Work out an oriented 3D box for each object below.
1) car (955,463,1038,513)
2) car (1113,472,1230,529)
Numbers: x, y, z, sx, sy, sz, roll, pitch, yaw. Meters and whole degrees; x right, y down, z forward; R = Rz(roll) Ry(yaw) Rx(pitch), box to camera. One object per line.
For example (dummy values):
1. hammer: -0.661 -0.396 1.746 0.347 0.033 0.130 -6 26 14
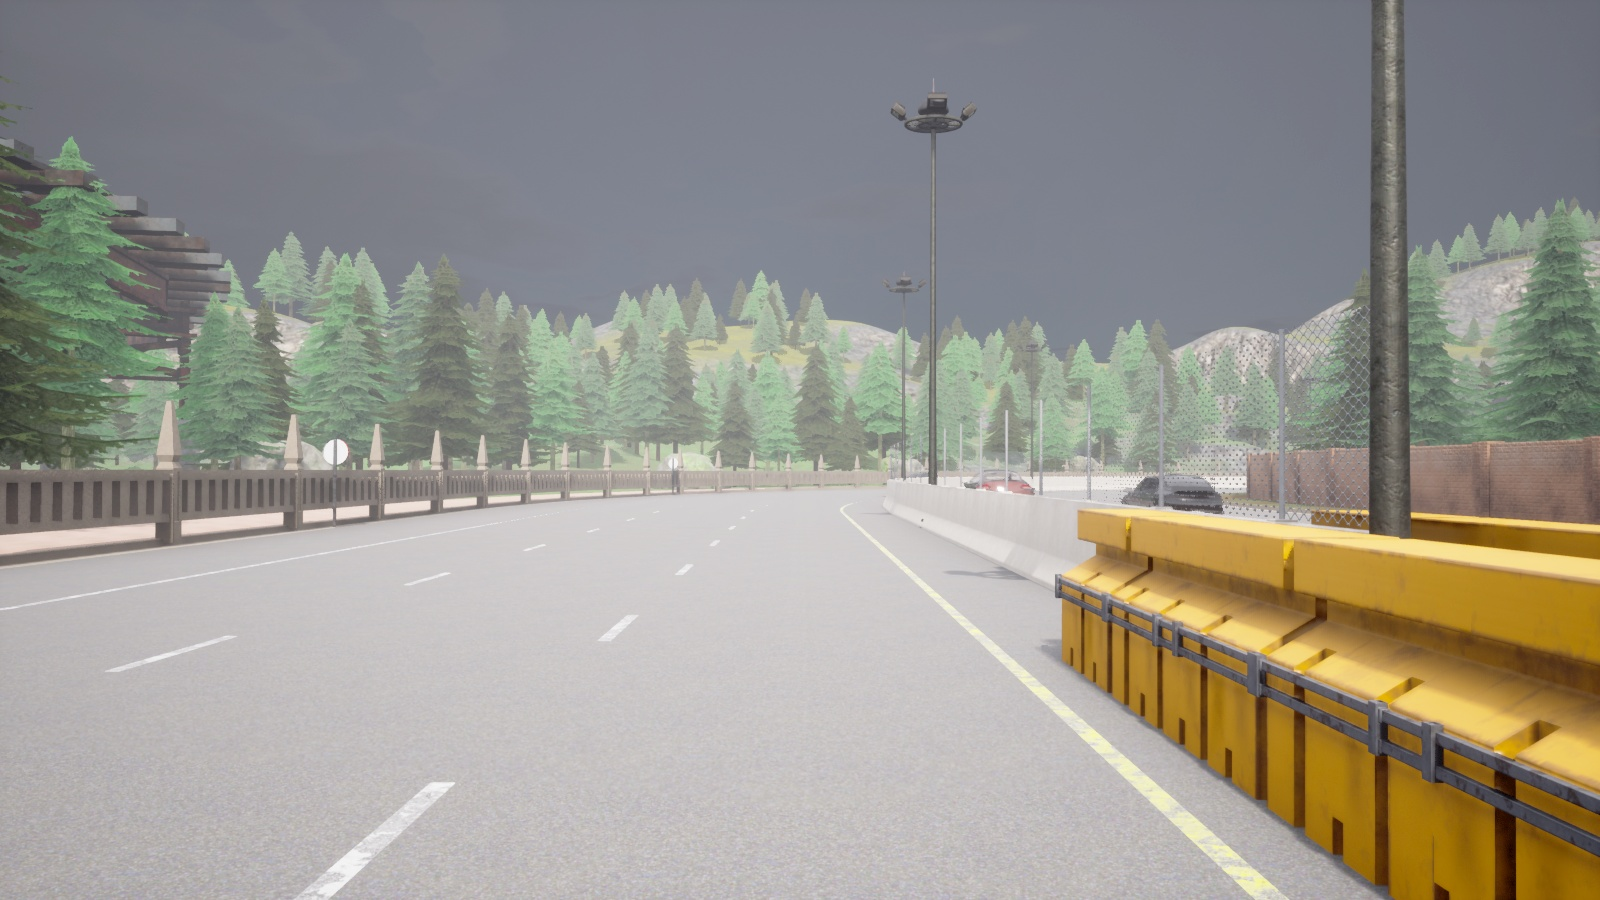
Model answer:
1. car: 6.879 1.310 44.465 2.152 1.651 5.027 0 -1 0
2. car: 10.403 1.373 35.540 1.837 1.490 4.892 0 -1 0
